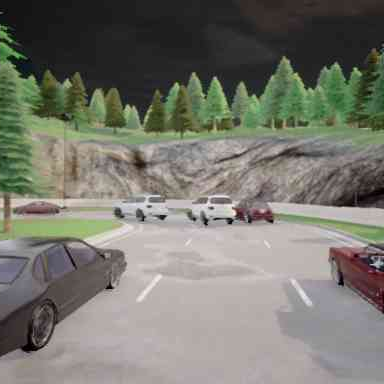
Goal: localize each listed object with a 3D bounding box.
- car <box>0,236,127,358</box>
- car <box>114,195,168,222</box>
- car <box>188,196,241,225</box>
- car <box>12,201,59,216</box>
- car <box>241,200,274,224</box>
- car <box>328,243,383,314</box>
[{"bbox_3d":[-2.850,1.552,6.175,2.033,1.411,5.357,0,0,7],"label":"car"},{"bbox_3d":[-4.257,1.280,27.384,2.150,2.045,5.566,2,-1,-42],"label":"car"},{"bbox_3d":[1.365,1.296,24.929,2.150,2.045,5.566,1,-1,-16],"label":"car"},{"bbox_3d":[-15.190,1.583,32.468,4.181,1.385,1.994,0,0,-16],"label":"car"},{"bbox_3d":[4.418,1.450,25.930,2.097,1.767,4.553,0,0,-17],"label":"car"},{"bbox_3d":[4.229,1.642,6.525,1.895,1.301,4.718,0,0,7],"label":"car"}]
